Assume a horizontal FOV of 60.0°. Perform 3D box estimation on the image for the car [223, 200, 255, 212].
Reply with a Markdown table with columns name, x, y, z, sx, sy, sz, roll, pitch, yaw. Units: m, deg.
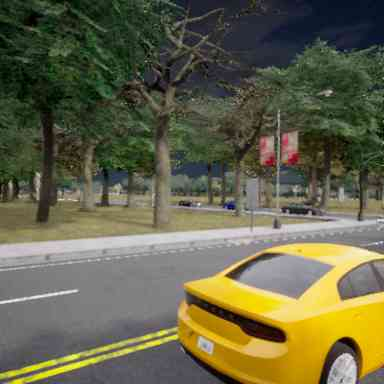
| name | x | y | z | sx | sy | sz | roll | pitch | yaw |
| --- | --- | --- | --- | --- | --- | --- | --- | --- | --- |
| car | 6.218 | 1.814 | 44.470 | 1.882 | 1.535 | 5.008 | 1 | 0 | -35 |

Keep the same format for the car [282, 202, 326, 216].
| name | x | y | z | sx | sy | sz | roll | pitch | yaw |
| --- | --- | --- | --- | --- | --- | --- | --- | --- | --- |
| car | 12.112 | 1.853 | 36.187 | 1.837 | 1.490 | 4.892 | 1 | 0 | -35 |

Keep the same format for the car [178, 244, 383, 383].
| name | x | y | z | sx | sy | sz | roll | pitch | yaw |
| --- | --- | --- | --- | --- | --- | --- | --- | --- | --- |
| car | 2.163 | 1.532 | 4.985 | 5.008 | 1.535 | 1.882 | 2 | -1 | -35 |

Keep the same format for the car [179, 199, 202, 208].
| name | x | y | z | sx | sy | sz | roll | pitch | yaw |
| --- | --- | --- | --- | --- | --- | --- | --- | --- | --- |
| car | -0.267 | 1.819 | 53.597 | 2.128 | 1.511 | 4.902 | 1 | 0 | -35 |
